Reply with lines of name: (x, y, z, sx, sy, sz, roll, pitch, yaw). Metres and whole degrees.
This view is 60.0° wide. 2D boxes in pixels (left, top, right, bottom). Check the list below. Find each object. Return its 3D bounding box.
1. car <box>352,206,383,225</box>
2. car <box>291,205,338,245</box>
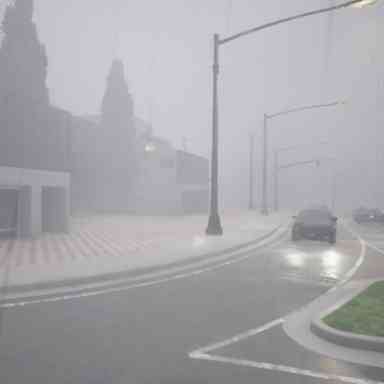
car: (14.291, 1.851, 27.062, 1.994, 1.385, 4.181, 1, 0, 20)
car: (6.270, 1.628, 16.890, 1.882, 1.535, 5.008, 1, 0, 24)
